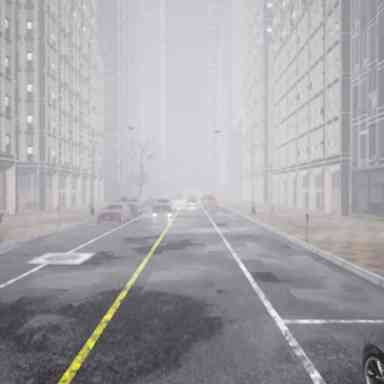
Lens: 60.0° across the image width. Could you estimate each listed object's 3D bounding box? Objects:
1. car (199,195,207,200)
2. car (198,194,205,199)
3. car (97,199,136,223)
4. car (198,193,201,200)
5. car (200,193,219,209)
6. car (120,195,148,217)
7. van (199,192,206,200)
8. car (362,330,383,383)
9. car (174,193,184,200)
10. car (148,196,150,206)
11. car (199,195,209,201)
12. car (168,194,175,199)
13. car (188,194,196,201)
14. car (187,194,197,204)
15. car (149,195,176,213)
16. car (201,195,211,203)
[{"bbox_3d":[2.683,1.299,81.581,1.802,1.307,4.206,0,0,0],"label":"car"},{"bbox_3d":[2.682,1.204,92.977,1.887,1.381,4.507,0,0,0],"label":"car"},{"bbox_3d":[-5.695,1.479,24.597,1.887,1.381,4.507,0,0,0],"label":"car"},{"bbox_3d":[2.683,1.131,58.785,2.192,1.841,5.009,0,0,0],"label":"car"},{"bbox_3d":[2.347,1.334,42.112,1.801,1.575,5.366,0,0,0],"label":"car"},{"bbox_3d":[-5.696,1.232,30.296,2.192,1.841,5.009,0,0,0],"label":"car"},{"bbox_3d":[2.682,1.030,87.278,1.690,1.788,3.998,0,0,0],"label":"van"},{"bbox_3d":[2.686,1.561,1.802,1.947,1.339,4.313,0,0,0],"label":"car"},{"bbox_3d":[-3.006,0.926,76.924,2.097,1.767,4.553,0,0,0],"label":"car"},{"bbox_3d":[-5.697,1.298,47.391,1.967,1.590,4.097,0,0,0],"label":"car"},{"bbox_3d":[2.683,1.294,75.884,2.008,1.369,4.403,0,0,0],"label":"car"},{"bbox_3d":[-5.699,1.225,92.978,1.947,1.339,4.313,0,0,0],"label":"car"},{"bbox_3d":[-0.006,1.151,76.336,1.837,1.490,4.892,0,0,0],"label":"car"},{"bbox_3d":[-0.004,1.412,59.940,1.895,1.301,4.718,0,0,0],"label":"car"},{"bbox_3d":[-3.098,1.376,36.042,1.882,1.535,5.008,0,0,0],"label":"car"},{"bbox_3d":[2.683,1.318,64.654,1.752,1.417,4.829,0,0,0],"label":"car"}]
